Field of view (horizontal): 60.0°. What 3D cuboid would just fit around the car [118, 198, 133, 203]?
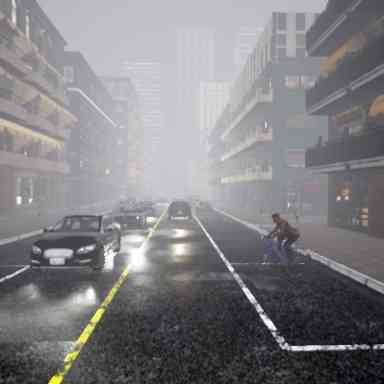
[{"bbox_3d":[-7.107,1.552,34.856,1.802,1.307,4.206,-1,0,-2],"label":"car"}]

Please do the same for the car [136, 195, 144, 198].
[{"bbox_3d":[-7.347,1.406,40.453,1.967,1.590,4.097,-1,0,-2],"label":"car"}]

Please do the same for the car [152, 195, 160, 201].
[{"bbox_3d":[-9.291,1.513,85.227,1.802,1.307,4.206,-1,0,-2],"label":"car"}]

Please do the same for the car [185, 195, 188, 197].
[{"bbox_3d":[-1.868,1.524,47.199,1.994,1.385,4.181,0,0,-2],"label":"car"}]

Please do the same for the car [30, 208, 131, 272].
[{"bbox_3d":[-3.514,1.483,10.849,2.128,1.511,4.902,0,0,-3],"label":"car"}]

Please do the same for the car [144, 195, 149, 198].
[{"bbox_3d":[-7.585,1.512,46.050,2.008,1.369,4.403,-1,0,-2],"label":"car"}]

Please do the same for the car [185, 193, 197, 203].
[{"bbox_3d":[-0.203,1.258,68.765,2.192,1.841,5.009,-1,0,-2],"label":"car"}]

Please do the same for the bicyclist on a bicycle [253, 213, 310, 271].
[{"bbox_3d":[2.508,1.420,9.314,1.656,1.620,0.582,0,0,-2],"label":"bicyclist on a bicycle"}]

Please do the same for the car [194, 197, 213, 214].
[{"bbox_3d":[1.234,1.552,35.184,1.802,1.307,4.206,-1,0,-2],"label":"car"}]

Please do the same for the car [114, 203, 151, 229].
[{"bbox_3d":[-3.956,1.582,21.366,1.895,1.301,4.718,0,0,-2],"label":"car"}]

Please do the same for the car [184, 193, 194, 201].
[{"bbox_3d":[-0.681,1.250,79.959,2.192,1.841,5.009,-1,0,-2],"label":"car"}]

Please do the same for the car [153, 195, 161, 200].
[{"bbox_3d":[-9.530,1.509,90.824,1.802,1.307,4.206,-1,0,-2],"label":"car"}]

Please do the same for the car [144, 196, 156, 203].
[{"bbox_3d":[-8.581,1.494,68.436,2.008,1.369,4.403,-1,0,-2],"label":"car"}]

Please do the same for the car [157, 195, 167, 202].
[{"bbox_3d":[-5.816,1.544,66.850,1.895,1.301,4.718,0,0,-2],"label":"car"}]

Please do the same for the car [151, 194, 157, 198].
[{"bbox_3d":[-8.328,1.263,62.839,2.192,1.841,5.009,-1,0,-2],"label":"car"}]

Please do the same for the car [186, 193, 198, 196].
[{"bbox_3d":[0.275,1.267,57.571,2.192,1.841,5.009,-1,0,-2],"label":"car"}]

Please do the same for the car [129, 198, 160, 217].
[{"bbox_3d":[-4.351,1.537,31.278,1.994,1.385,4.181,0,0,-2],"label":"car"}]

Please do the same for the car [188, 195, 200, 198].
[{"bbox_3d":[0.748,1.486,46.547,1.752,1.417,4.829,-1,0,-2],"label":"car"}]

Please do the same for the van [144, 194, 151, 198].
[{"bbox_3d":[-7.827,1.298,51.646,1.690,1.788,3.998,-1,0,-2],"label":"van"}]

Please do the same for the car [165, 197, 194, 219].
[{"bbox_3d":[-1.055,1.453,28.591,1.882,1.535,5.008,0,0,-2],"label":"car"}]
